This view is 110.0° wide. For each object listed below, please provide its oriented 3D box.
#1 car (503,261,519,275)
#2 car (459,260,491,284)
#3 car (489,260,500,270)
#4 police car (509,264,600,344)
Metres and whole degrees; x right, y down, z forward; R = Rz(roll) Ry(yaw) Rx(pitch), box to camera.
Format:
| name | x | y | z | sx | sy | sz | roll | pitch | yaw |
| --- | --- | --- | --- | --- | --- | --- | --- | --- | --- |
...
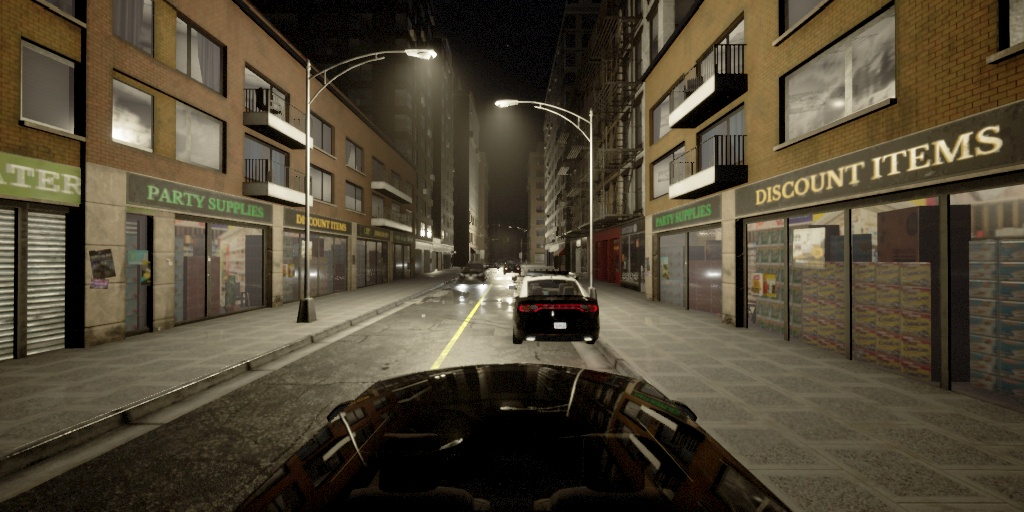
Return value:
| name | x | y | z | sx | sy | sz | roll | pitch | yaw |
| --- | --- | --- | --- | --- | --- | --- | --- | --- | --- |
| car | 0.028 | 1.373 | 39.283 | 1.895 | 1.301 | 4.718 | 0 | 0 | 0 |
| car | -2.884 | 1.286 | 27.456 | 1.812 | 1.442 | 4.674 | 0 | 0 | 0 |
| car | -2.818 | 1.292 | 53.036 | 1.837 | 1.490 | 4.892 | 0 | 0 | 0 |
| police car | 0.953 | 1.178 | 9.702 | 1.930 | 1.638 | 5.238 | 0 | 0 | 0 |
